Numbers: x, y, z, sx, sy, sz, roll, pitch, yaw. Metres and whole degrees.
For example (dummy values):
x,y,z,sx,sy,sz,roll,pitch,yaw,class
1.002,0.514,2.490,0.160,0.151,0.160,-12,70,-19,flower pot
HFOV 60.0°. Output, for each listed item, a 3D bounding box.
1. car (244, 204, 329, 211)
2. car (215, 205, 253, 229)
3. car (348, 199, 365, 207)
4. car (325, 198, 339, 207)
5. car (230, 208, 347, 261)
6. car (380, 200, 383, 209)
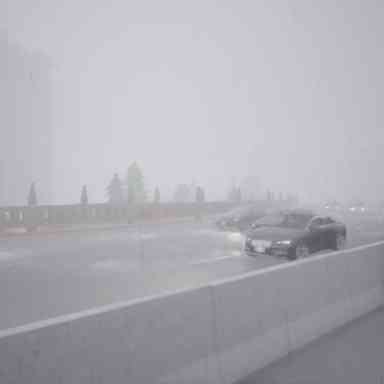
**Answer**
x,y,z,sx,sy,sz,roll,pitch,yaw,class
5.380,1.598,18.240,2.033,1.411,5.357,0,0,44,car
3.457,1.599,21.350,1.812,1.442,4.674,0,0,43,car
26.544,1.766,53.691,1.895,1.301,4.718,-1,0,18,car
23.685,1.736,56.499,1.812,1.442,4.674,-1,0,17,car
3.886,1.520,12.000,4.902,1.511,2.128,0,0,-43,car
27.620,1.668,46.498,1.994,1.385,4.181,-1,0,22,car
